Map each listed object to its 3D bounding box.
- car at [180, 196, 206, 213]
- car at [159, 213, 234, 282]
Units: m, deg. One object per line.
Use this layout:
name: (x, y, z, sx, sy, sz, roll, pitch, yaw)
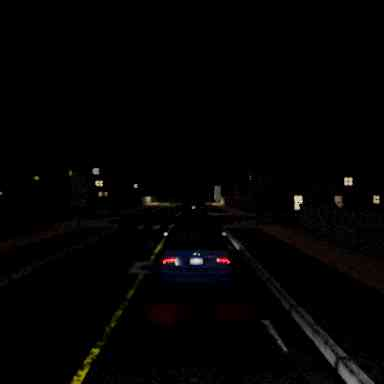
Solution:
car: (0.116, 1.340, 30.216, 2.150, 2.045, 5.566, 1, 1, 0)
car: (0.094, 1.588, 9.854, 2.033, 1.411, 5.357, 0, 0, 0)
